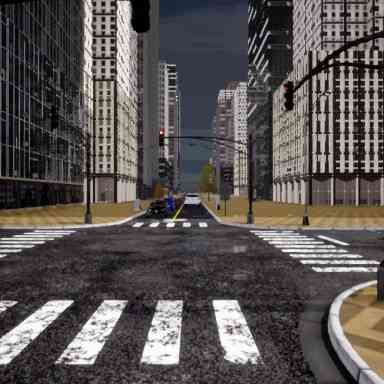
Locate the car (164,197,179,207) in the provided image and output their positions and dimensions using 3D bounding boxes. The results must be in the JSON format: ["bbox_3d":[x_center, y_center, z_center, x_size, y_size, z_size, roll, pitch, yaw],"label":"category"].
[{"bbox_3d":[-3.132,1.560,50.589,1.994,1.385,4.181,0,0,0],"label":"car"}]

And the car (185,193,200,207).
[{"bbox_3d":[0.062,1.220,51.661,2.150,2.045,5.566,0,0,0],"label":"car"}]

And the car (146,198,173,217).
[{"bbox_3d":[-3.124,1.504,31.189,1.837,1.490,4.892,0,0,0],"label":"car"}]

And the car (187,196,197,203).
[{"bbox_3d":[0.016,1.536,71.352,2.033,1.411,5.357,0,0,0],"label":"car"}]

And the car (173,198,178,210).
[{"bbox_3d":[-3.128,1.475,40.712,1.882,1.535,5.008,0,0,0],"label":"car"}]
